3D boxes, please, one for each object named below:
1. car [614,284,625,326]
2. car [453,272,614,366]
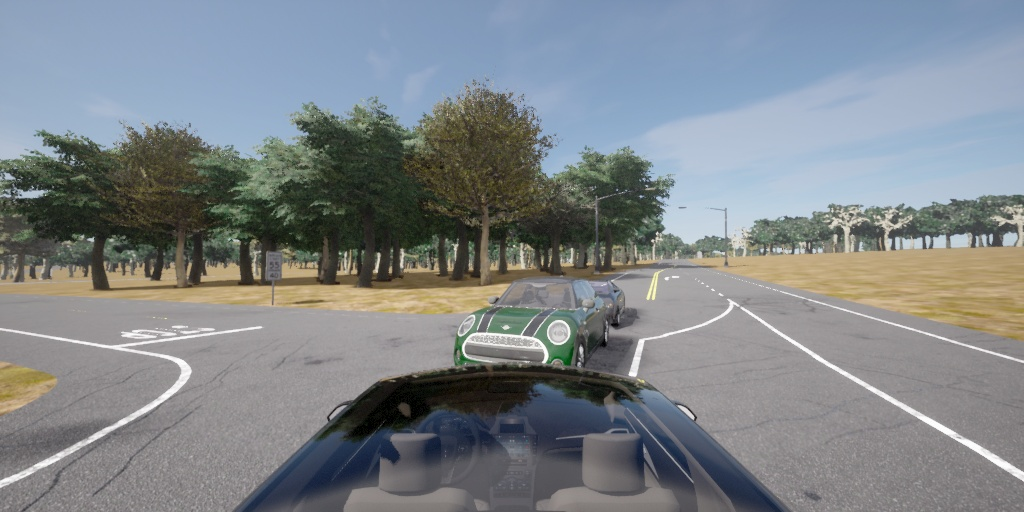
[{"bbox_3d":[2.913,1.553,12.861,1.994,1.385,4.181,-2,0,22],"label":"car"},{"bbox_3d":[0.686,1.222,7.430,2.097,1.767,4.553,-1,-2,22],"label":"car"}]
